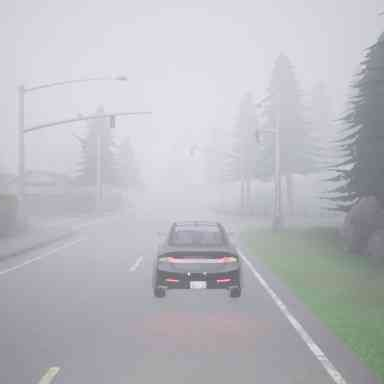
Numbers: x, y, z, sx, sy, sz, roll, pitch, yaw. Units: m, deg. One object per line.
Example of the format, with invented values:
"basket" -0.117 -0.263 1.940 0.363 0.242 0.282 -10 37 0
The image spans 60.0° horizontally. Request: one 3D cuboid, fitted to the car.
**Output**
"car" 0.118 1.491 8.517 2.128 1.511 4.902 0 0 0
